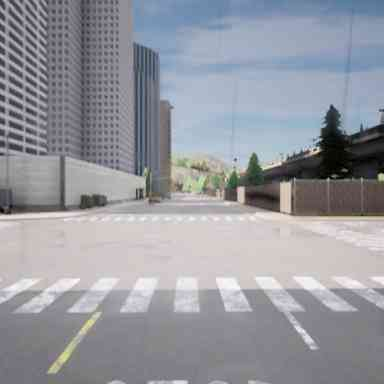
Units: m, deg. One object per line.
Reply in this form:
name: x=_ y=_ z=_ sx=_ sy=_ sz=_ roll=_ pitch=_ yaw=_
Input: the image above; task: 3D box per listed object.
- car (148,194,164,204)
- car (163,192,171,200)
car: x=-6.870 y=1.519 z=61.288 sx=1.895 sy=1.301 sz=4.718 roll=0 pitch=0 yaw=0
car: x=-6.813 y=1.092 z=88.569 sx=2.150 sy=2.045 sz=5.566 roll=0 pitch=0 yaw=0
